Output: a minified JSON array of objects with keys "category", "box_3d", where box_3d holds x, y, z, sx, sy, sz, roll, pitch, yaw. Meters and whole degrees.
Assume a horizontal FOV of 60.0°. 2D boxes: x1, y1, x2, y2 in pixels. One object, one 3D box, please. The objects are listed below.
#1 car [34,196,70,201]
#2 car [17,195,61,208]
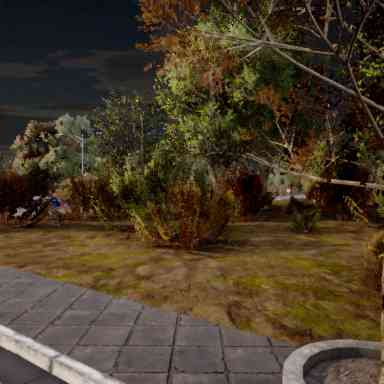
[{"category":"car","box_3d":[-17.513,1.249,41.250,1.882,1.535,5.008,0,0,32]},{"category":"car","box_3d":[-20.030,1.224,43.825,1.882,1.535,5.008,0,0,32]}]
